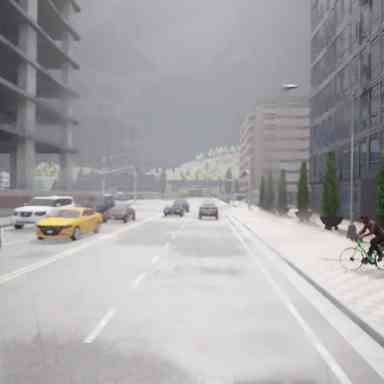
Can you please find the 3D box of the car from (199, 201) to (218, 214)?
[{"bbox_3d":[2.063,1.907,41.713,2.128,1.511,4.902,1,-1,3],"label":"car"}]

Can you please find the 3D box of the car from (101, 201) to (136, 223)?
[{"bbox_3d":[-5.830,1.701,27.279,1.812,1.442,4.674,1,-1,3],"label":"car"}]

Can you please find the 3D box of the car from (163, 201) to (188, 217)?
[{"bbox_3d":[-1.818,1.901,34.929,1.895,1.301,4.718,1,-1,3],"label":"car"}]

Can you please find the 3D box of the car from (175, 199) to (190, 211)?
[{"bbox_3d":[-1.433,1.741,43.909,2.097,1.767,4.553,1,-1,3],"label":"car"}]

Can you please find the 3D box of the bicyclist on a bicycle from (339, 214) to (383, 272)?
[{"bbox_3d":[5.010,1.455,9.386,1.656,1.620,0.582,2,0,3],"label":"bicyclist on a bicycle"}]

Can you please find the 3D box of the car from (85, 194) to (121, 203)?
[{"bbox_3d":[-9.044,1.404,32.675,2.150,2.045,5.566,1,-1,3],"label":"car"}]

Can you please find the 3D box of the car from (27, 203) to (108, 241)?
[{"bbox_3d":[-6.318,1.557,17.597,1.882,1.535,5.008,1,-1,3],"label":"car"}]

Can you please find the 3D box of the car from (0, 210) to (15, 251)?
[{"bbox_3d":[-6.803,1.202,7.616,2.150,2.045,5.566,1,-1,3],"label":"car"}]

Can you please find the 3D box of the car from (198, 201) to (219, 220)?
[{"bbox_3d":[1.605,1.814,32.315,2.128,1.511,4.902,1,-1,3],"label":"car"}]

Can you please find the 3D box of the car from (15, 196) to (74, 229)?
[{"bbox_3d":[-9.593,1.299,22.149,2.150,2.045,5.566,1,-1,3],"label":"car"}]
